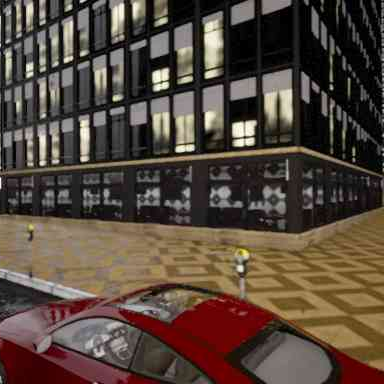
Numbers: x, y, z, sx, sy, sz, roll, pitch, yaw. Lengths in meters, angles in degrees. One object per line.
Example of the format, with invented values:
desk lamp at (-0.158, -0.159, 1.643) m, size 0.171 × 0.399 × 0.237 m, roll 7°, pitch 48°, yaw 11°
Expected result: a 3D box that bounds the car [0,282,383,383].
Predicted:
car at (-0.385, 1.570, 3.161) m, size 4.206 × 1.307 × 1.802 m, roll 0°, pitch 0°, yaw 35°
